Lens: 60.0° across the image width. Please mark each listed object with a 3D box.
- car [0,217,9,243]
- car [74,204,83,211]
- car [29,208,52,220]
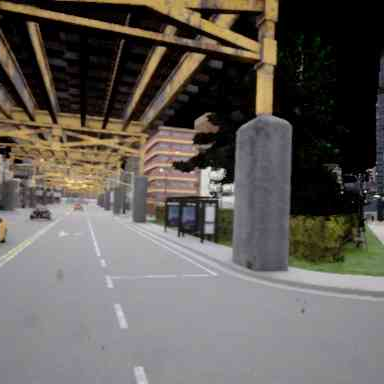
[{"bbox_3d":[-9.856,1.753,15.282,1.882,1.535,5.008,3,-3,-18],"label":"car"},{"bbox_3d":[-28.292,3.742,82.832,2.097,1.767,4.553,3,-2,-18],"label":"car"},{"bbox_3d":[-17.379,2.519,38.405,1.994,1.385,4.181,3,-3,-18],"label":"car"}]
